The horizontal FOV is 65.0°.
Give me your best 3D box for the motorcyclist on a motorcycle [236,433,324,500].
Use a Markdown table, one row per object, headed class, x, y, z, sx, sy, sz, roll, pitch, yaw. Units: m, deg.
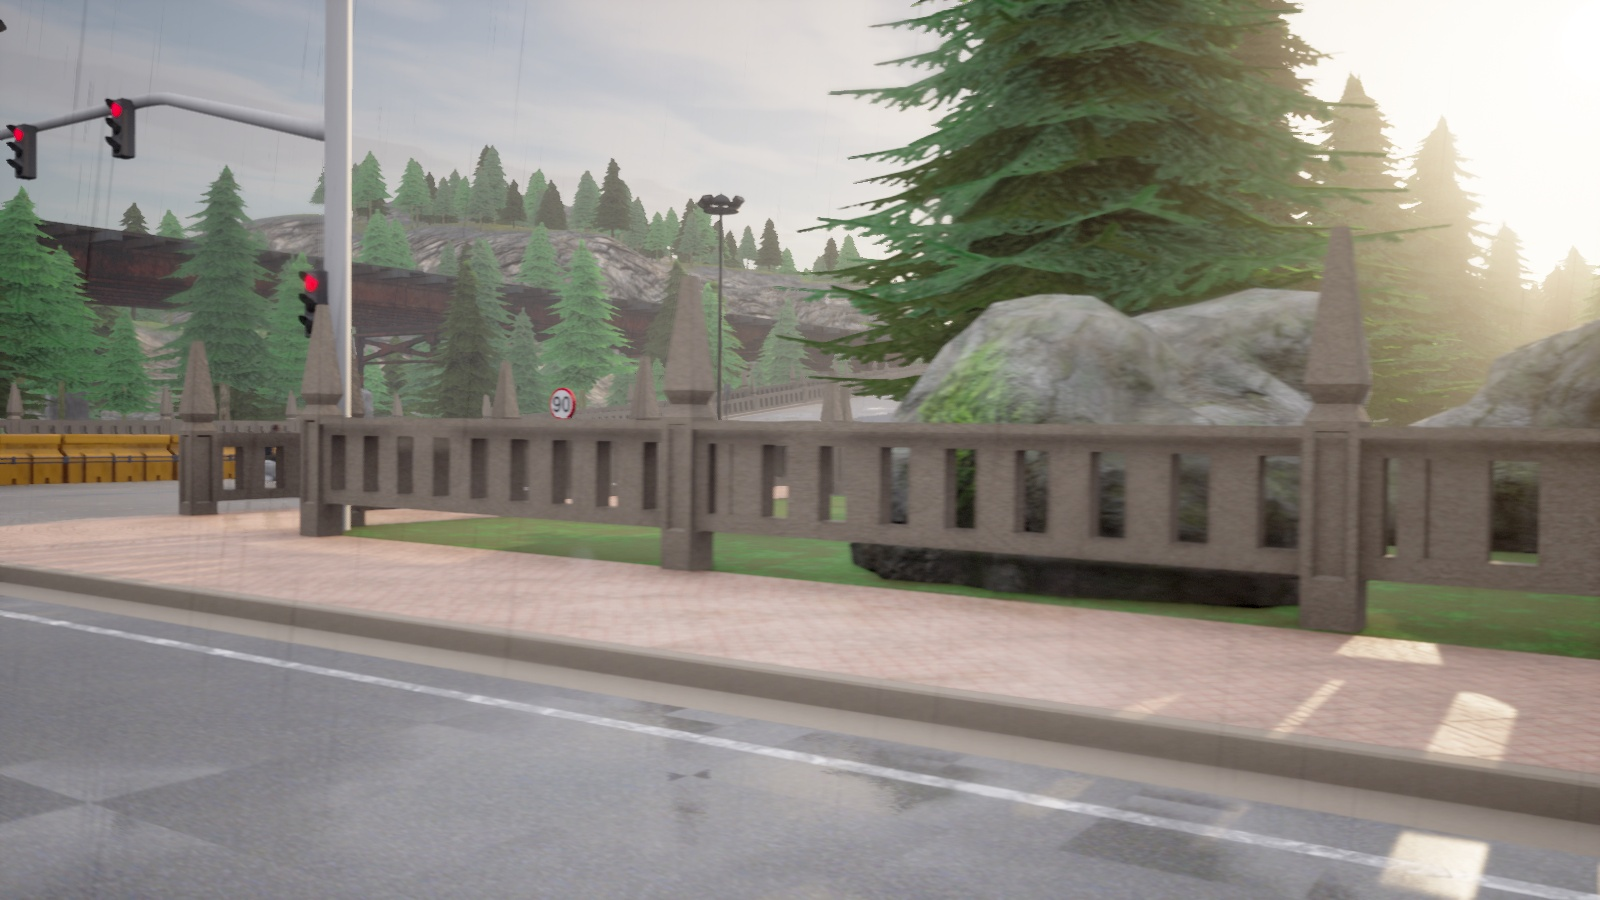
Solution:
| class | x | y | z | sx | sy | sz | roll | pitch | yaw |
| --- | --- | --- | --- | --- | --- | --- | --- | --- | --- |
| motorcyclist on a motorcycle | -12.788 | 0.378 | 30.933 | 0.866 | 1.590 | 1.817 | 0 | 1 | 34 |
